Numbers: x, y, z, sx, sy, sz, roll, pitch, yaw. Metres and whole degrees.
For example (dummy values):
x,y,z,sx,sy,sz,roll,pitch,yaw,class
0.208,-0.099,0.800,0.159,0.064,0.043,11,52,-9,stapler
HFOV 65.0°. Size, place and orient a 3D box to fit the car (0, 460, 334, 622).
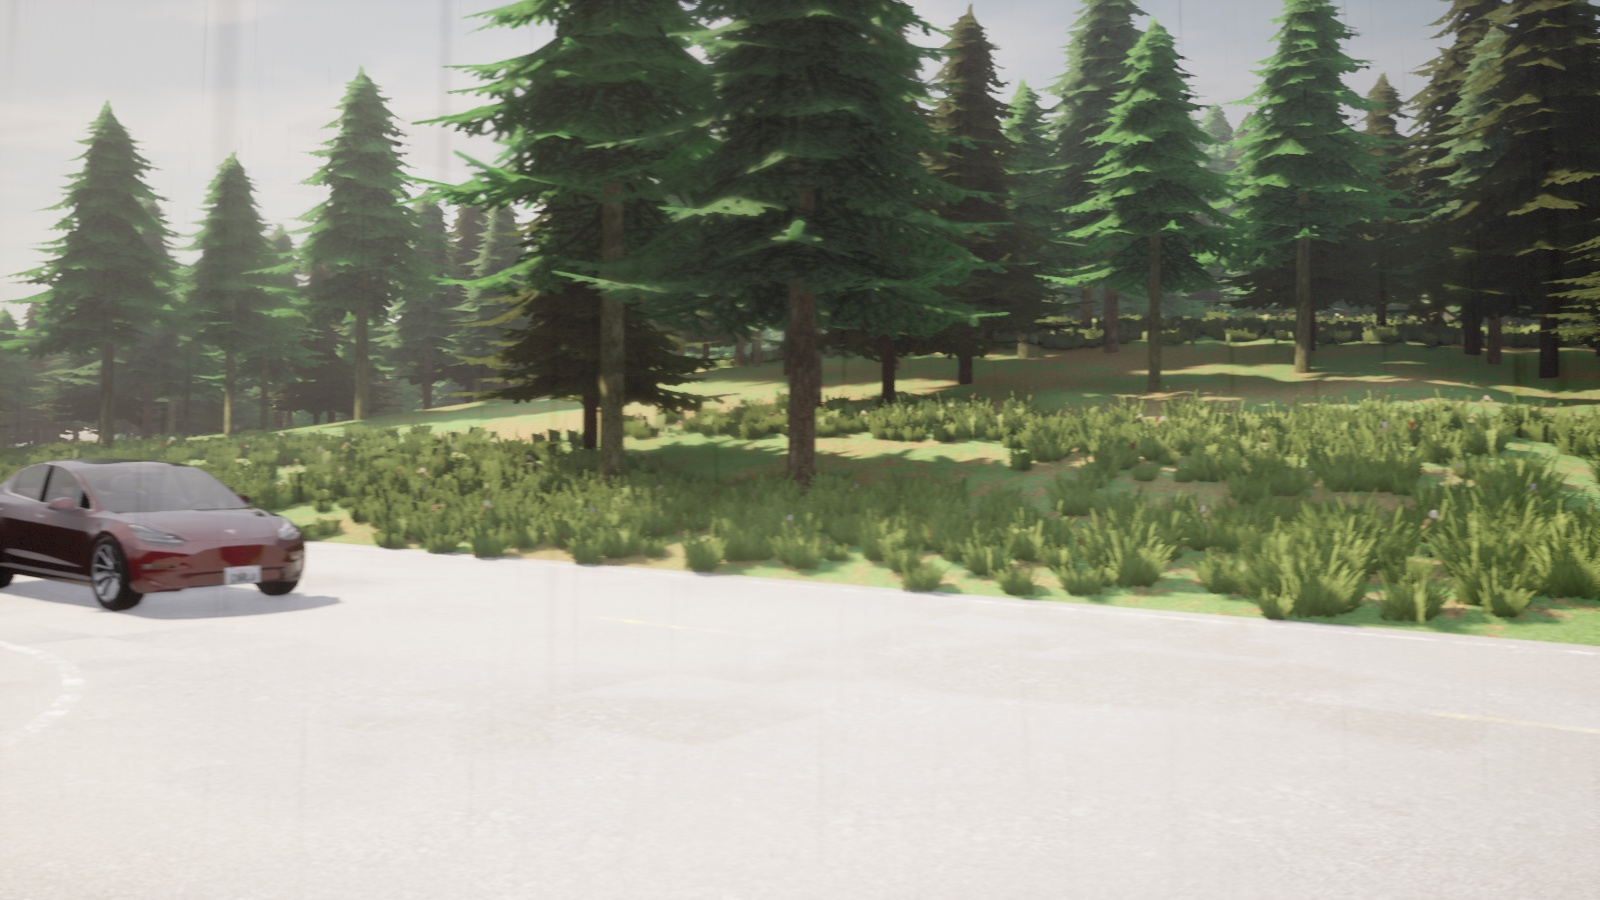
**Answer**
x,y,z,sx,sy,sz,roll,pitch,yaw,class
-7.568,0.872,14.063,4.792,1.488,2.163,0,0,37,car
